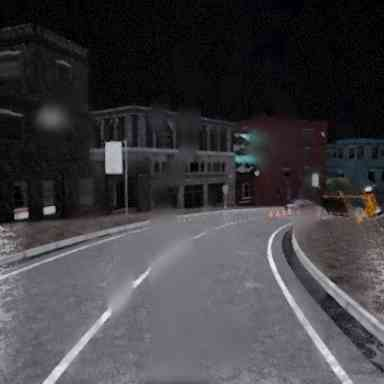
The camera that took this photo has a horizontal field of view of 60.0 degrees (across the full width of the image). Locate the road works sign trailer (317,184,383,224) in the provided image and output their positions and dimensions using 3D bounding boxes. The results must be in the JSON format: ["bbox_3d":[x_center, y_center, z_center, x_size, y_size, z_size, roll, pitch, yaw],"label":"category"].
[{"bbox_3d":[11.159,1.102,23.797,2.880,2.380,3.560,-47,28,-26],"label":"road works sign trailer"}]

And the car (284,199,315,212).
[{"bbox_3d":[13.225,1.612,40.814,4.902,1.511,2.128,2,2,-43],"label":"car"}]
